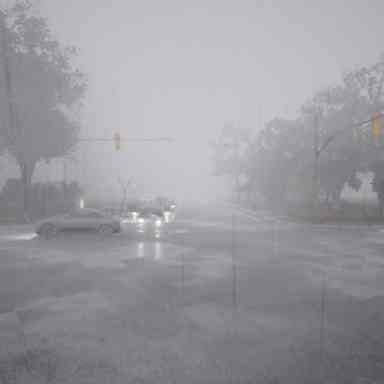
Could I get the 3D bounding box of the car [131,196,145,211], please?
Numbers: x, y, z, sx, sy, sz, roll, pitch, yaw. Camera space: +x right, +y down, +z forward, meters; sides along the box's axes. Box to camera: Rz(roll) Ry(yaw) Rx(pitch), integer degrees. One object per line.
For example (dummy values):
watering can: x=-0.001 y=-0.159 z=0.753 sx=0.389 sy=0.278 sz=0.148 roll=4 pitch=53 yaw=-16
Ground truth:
car: x=-7.121 y=1.446 z=39.455 sx=1.882 sy=1.535 sz=5.008 roll=0 pitch=0 yaw=0

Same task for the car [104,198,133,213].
car: x=-7.107 y=1.545 z=30.711 sx=1.994 sy=1.385 sz=4.181 roll=0 pitch=0 yaw=0

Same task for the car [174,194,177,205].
car: x=-3.799 y=1.428 z=55.130 sx=1.812 sy=1.442 sz=4.674 roll=0 pitch=0 yaw=-1

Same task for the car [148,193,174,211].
car: x=-3.625 y=1.320 z=39.876 sx=2.097 sy=1.767 sz=4.553 roll=0 pitch=0 yaw=0

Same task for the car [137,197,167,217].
car: x=-3.605 y=1.507 z=30.895 sx=1.812 sy=1.442 sz=4.674 roll=0 pitch=0 yaw=0

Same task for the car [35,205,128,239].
car: x=-5.619 y=1.554 z=16.907 sx=4.181 sy=1.385 sz=1.994 roll=0 pitch=0 yaw=-3
